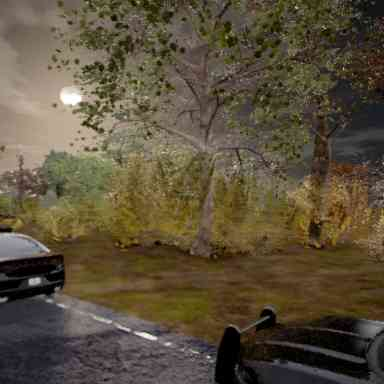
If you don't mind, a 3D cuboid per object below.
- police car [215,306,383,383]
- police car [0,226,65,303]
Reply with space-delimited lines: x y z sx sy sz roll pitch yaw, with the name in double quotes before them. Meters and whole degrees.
"police car" 2.541 1.562 2.309 5.238 1.638 1.930 -1 -3 39
"police car" -5.348 1.708 8.580 5.238 1.638 1.930 -1 -3 38
